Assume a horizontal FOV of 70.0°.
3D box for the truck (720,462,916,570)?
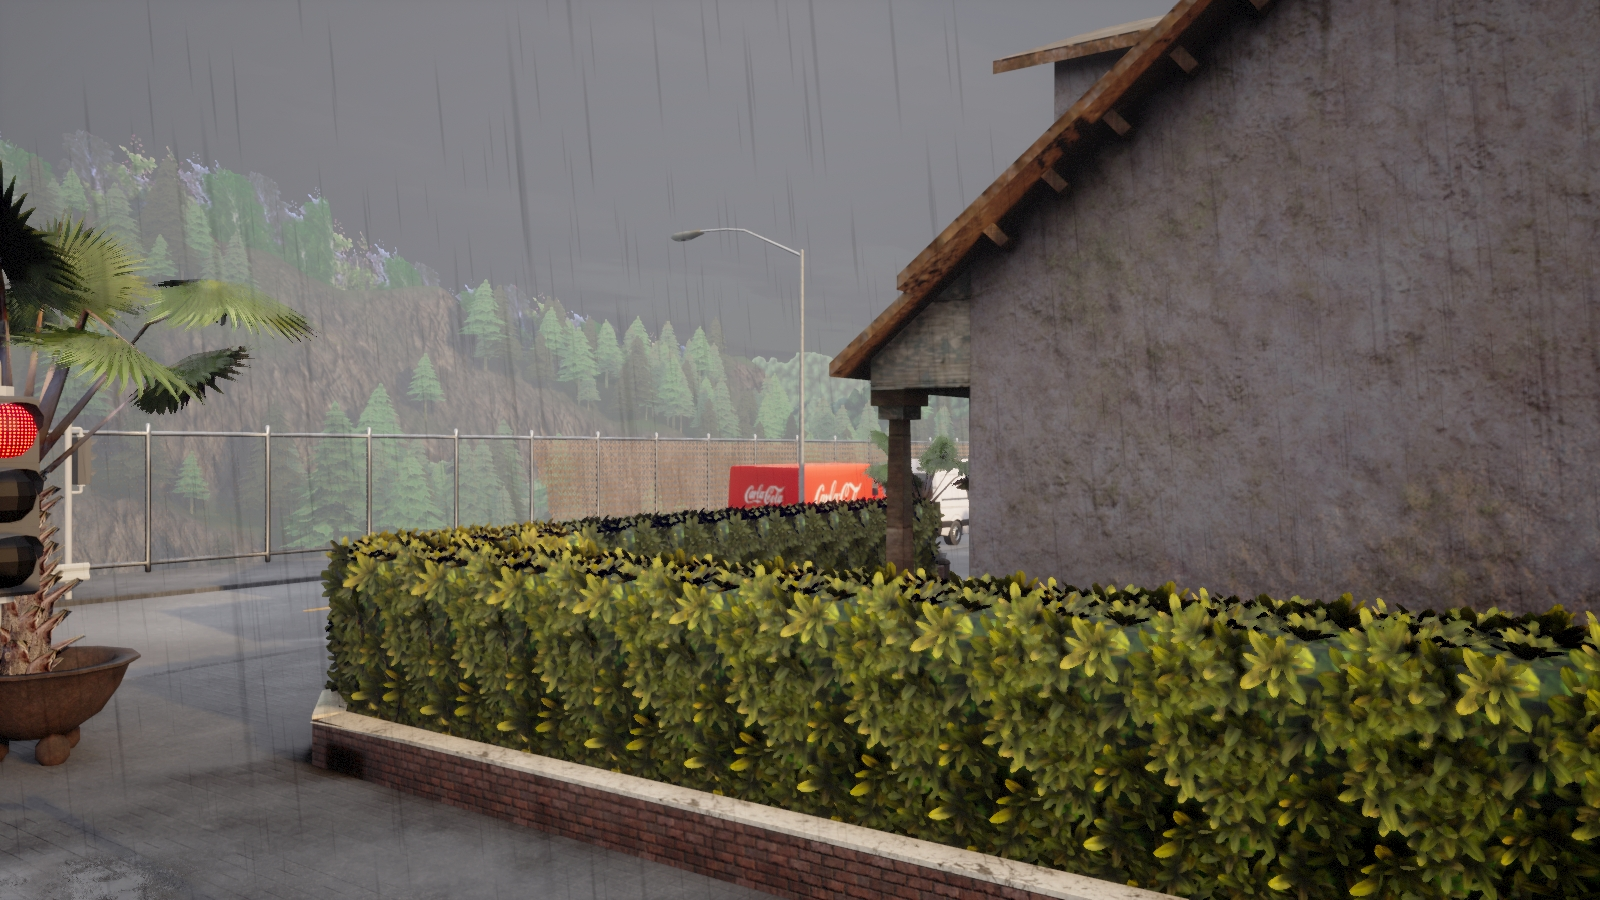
[{"bbox_3d":[0.584,1.568,29.600,2.627,2.467,5.204,0,0,35],"label":"truck"}]
